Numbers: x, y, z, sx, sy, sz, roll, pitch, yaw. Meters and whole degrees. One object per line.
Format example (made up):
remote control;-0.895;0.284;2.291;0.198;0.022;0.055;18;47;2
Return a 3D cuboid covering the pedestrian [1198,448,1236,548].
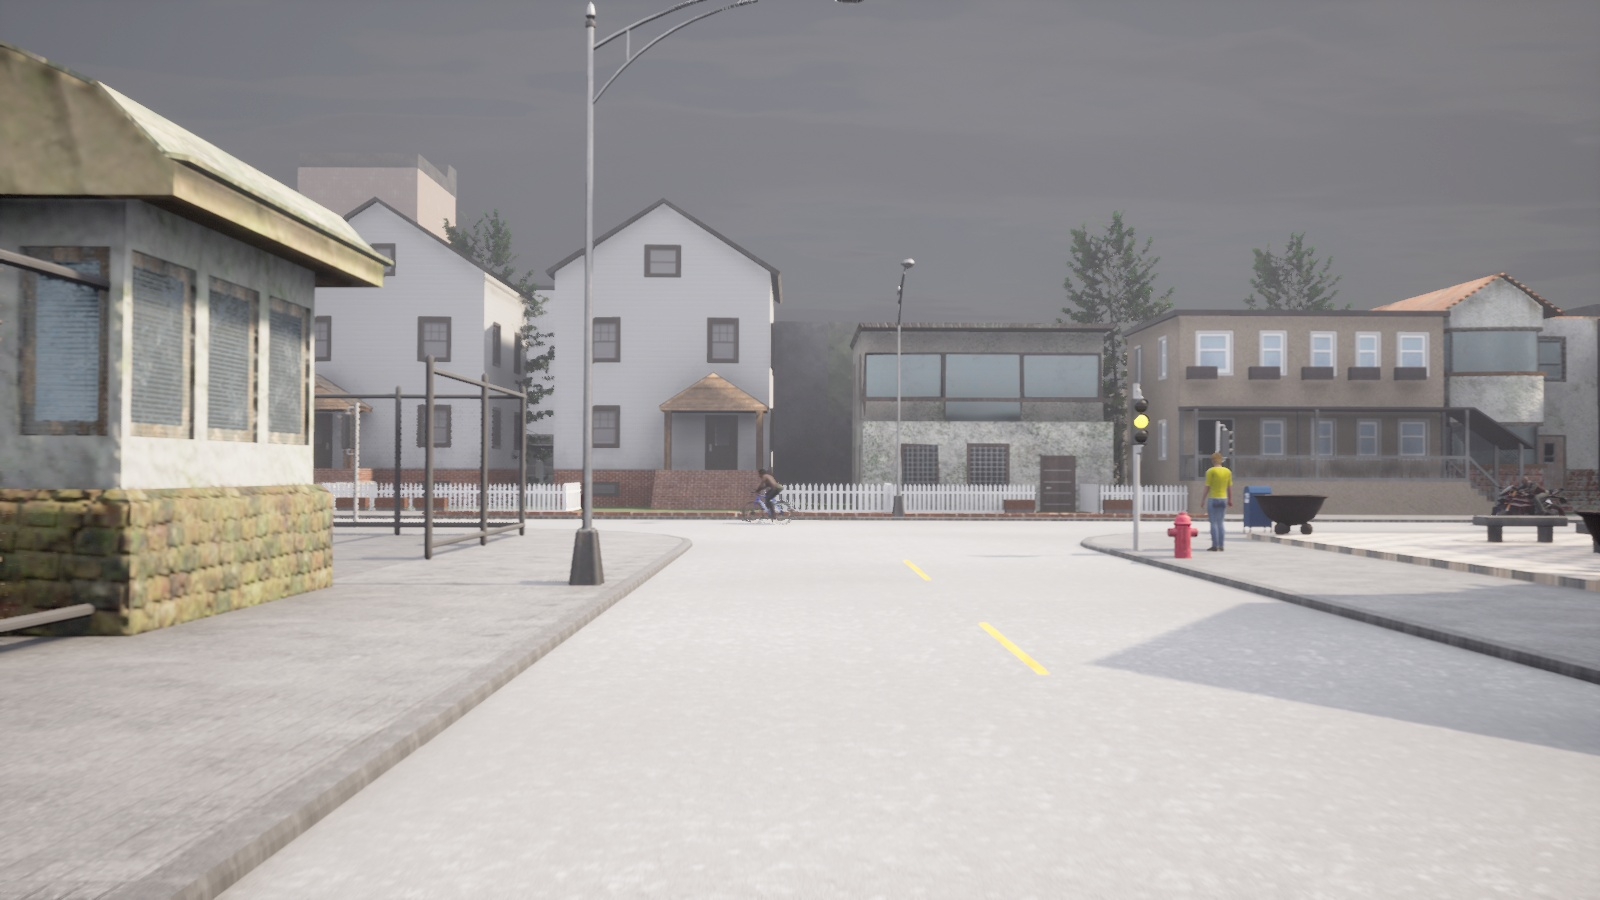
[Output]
pedestrian;7.766;0.882;23.414;0.354;1.836;0.706;0;-1;-12

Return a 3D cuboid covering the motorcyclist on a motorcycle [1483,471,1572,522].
motorcyclist on a motorcycle;22.001;1.398;37.999;2.191;1.530;0.866;0;-1;0

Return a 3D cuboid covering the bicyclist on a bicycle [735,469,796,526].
bicyclist on a bicycle;-1.013;1.388;36.797;1.656;1.620;0.582;-1;1;27
